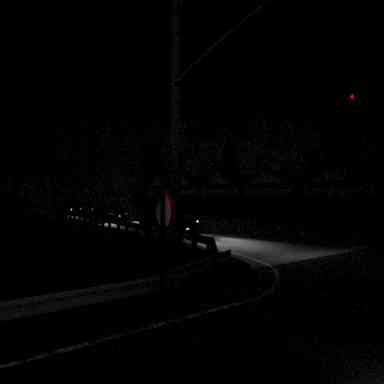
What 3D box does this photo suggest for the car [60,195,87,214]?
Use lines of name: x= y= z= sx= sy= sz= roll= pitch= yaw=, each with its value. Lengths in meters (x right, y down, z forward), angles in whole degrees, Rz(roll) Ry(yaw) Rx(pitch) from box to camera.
car: x=-13.307 y=1.412 z=37.561 sx=2.150 sy=2.045 sz=5.566 roll=0 pitch=0 yaw=-34

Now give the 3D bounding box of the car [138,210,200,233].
car: x=-1.510 y=1.793 z=20.771 sx=1.895 sy=1.301 sz=4.718 roll=0 pitch=0 yaw=-35

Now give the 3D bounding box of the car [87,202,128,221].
car: x=-7.239 y=1.696 z=28.931 sx=1.837 sy=1.490 sz=4.892 roll=0 pitch=0 yaw=-35
